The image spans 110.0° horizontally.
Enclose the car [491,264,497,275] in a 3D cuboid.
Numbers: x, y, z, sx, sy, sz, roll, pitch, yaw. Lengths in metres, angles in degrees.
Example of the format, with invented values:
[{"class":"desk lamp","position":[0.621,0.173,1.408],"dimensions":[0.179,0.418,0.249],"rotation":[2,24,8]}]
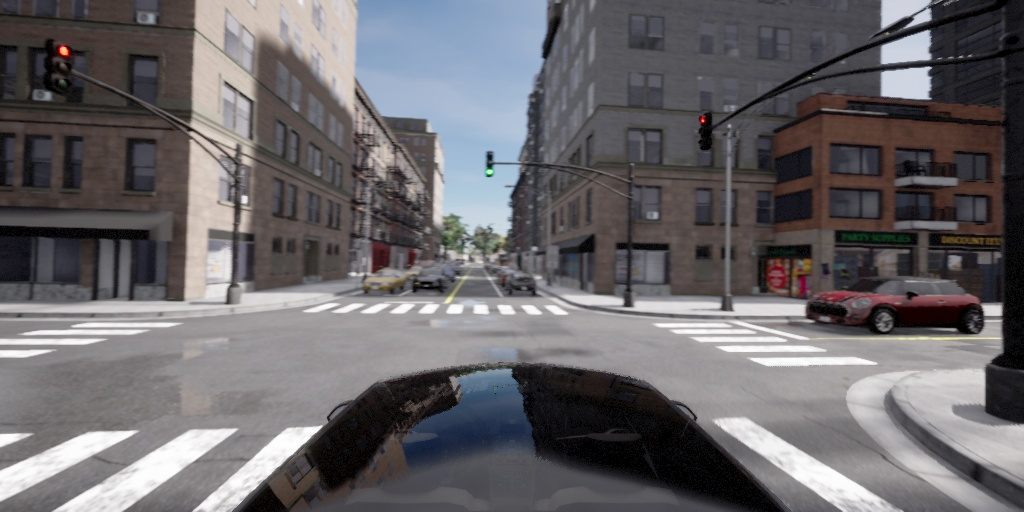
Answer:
[{"class":"car","position":[-0.587,1.753,33.314],"dimensions":[2.007,1.370,4.403],"rotation":[0,0,-5]}]

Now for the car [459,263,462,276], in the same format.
[{"class":"car","position":[-6.975,1.798,42.686],"dimensions":[1.895,1.301,4.718],"rotation":[1,-1,-5]}]

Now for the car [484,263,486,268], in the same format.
[{"class":"car","position":[-3.218,1.986,60.595],"dimensions":[1.967,1.591,4.097],"rotation":[0,0,-5]}]

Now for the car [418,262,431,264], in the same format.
[{"class":"car","position":[-8.581,1.536,32.375],"dimensions":[1.751,1.417,4.829],"rotation":[0,0,-5]}]

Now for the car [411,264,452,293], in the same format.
[{"class":"car","position":[-5.042,1.448,22.560],"dimensions":[1.837,1.490,4.892],"rotation":[1,-1,-5]}]

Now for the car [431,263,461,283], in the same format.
[{"class":"car","position":[-5.991,1.613,32.298],"dimensions":[2.033,1.411,5.357],"rotation":[1,-1,-6]}]

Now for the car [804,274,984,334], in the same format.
[{"class":"car","position":[12.192,1.456,11.640],"dimensions":[4.553,1.767,2.097],"rotation":[1,-1,-5]}]

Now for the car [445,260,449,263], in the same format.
[{"class":"car","position":[-10.170,1.657,48.913],"dimensions":[1.967,1.591,4.097],"rotation":[0,0,-5]}]

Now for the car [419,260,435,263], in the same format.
[{"class":"car","position":[-9.122,1.394,38.001],"dimensions":[2.192,1.841,5.009],"rotation":[0,0,-5]}]

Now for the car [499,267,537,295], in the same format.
[{"class":"car","position":[0.465,1.615,22.402],"dimensions":[2.007,1.370,4.403],"rotation":[0,0,-5]}]

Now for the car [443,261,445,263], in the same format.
[{"class":"car","position":[-9.646,1.588,43.457],"dimensions":[1.967,1.591,4.097],"rotation":[0,0,-5]}]

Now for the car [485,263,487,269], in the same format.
[{"class":"car","position":[-2.692,2.028,55.139],"dimensions":[2.007,1.370,4.403],"rotation":[0,0,-5]}]

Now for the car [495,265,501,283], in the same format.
[{"class":"car","position":[-0.061,1.679,27.858],"dimensions":[1.888,1.381,4.507],"rotation":[0,0,-5]}]

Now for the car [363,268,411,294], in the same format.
[{"class":"car","position":[-7.533,1.399,21.462],"dimensions":[1.751,1.417,4.829],"rotation":[0,0,-5]}]

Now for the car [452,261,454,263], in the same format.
[{"class":"car","position":[-11.218,1.921,59.827],"dimensions":[1.948,1.339,4.313],"rotation":[0,0,-5]}]

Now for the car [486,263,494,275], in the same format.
[{"class":"car","position":[-2.166,1.959,49.683],"dimensions":[2.007,1.370,4.403],"rotation":[0,0,-5]}]

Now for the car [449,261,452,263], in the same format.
[{"class":"car","position":[-10.694,1.836,54.370],"dimensions":[2.007,1.370,4.403],"rotation":[0,0,-5]}]
